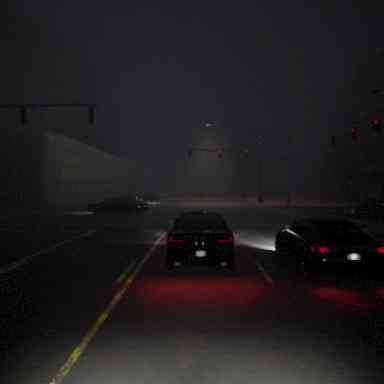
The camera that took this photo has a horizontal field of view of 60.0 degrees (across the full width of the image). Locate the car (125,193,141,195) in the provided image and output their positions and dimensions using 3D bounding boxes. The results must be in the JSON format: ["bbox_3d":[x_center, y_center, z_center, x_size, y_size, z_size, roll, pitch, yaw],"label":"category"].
[{"bbox_3d":[-9.712,0.835,51.442,1.994,1.385,4.181,0,1,1],"label":"car"}]

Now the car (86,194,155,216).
[{"bbox_3d":[-6.109,1.157,27.460,5.357,1.411,2.033,0,1,24],"label":"car"}]

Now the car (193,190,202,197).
[{"bbox_3d":[1.264,0.452,75.206,1.812,1.442,4.674,0,1,1],"label":"car"}]

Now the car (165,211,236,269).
[{"bbox_3d":[0.252,1.326,10.623,1.882,1.535,5.008,0,1,1],"label":"car"}]

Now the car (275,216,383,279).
[{"bbox_3d":[3.739,1.427,9.600,1.994,1.385,4.181,0,1,1],"label":"car"}]

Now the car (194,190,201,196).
[{"bbox_3d":[1.432,0.161,85.203,1.882,1.535,5.008,0,1,1],"label":"car"}]

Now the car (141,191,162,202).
[{"bbox_3d":[-6.211,0.835,51.470,1.994,1.385,4.181,0,1,1],"label":"car"}]

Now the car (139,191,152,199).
[{"bbox_3d":[-9.380,0.578,66.939,1.812,1.442,4.674,0,1,1],"label":"car"}]

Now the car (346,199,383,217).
[{"bbox_3d":[14.717,1.236,25.794,4.718,1.301,1.895,0,1,4],"label":"car"}]

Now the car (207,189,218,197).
[{"bbox_3d":[4.764,0.453,75.147,1.812,1.442,4.674,0,1,1],"label":"car"}]

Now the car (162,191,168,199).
[{"bbox_3d":[-5.887,0.580,66.795,1.812,1.442,4.674,0,1,1],"label":"car"}]
